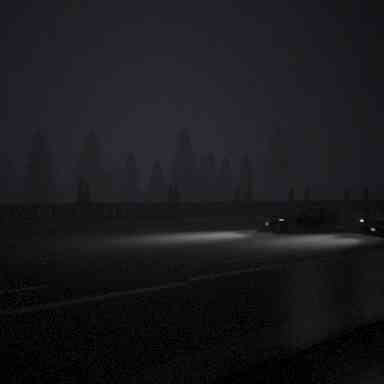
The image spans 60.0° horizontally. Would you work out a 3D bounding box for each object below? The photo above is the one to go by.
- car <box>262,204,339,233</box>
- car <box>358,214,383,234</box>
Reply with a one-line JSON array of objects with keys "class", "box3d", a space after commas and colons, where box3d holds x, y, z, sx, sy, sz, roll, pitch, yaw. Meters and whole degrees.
[{"class": "car", "box3d": [6.358, 1.494, 19.447, 4.902, 1.511, 2.128, 0, 0, -26]}, {"class": "car", "box3d": [11.301, 1.618, 17.947, 4.718, 1.301, 1.895, 0, 0, -24]}]
